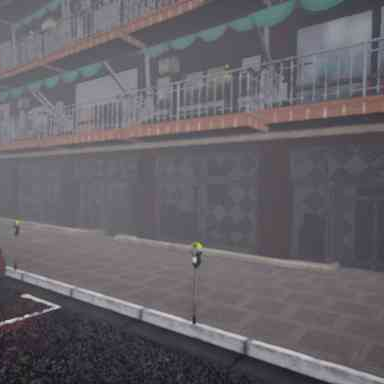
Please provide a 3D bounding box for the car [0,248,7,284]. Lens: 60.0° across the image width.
[{"bbox_3d":[-6.048,1.414,7.677,4.674,1.442,1.812,1,1,36],"label":"car"}]
